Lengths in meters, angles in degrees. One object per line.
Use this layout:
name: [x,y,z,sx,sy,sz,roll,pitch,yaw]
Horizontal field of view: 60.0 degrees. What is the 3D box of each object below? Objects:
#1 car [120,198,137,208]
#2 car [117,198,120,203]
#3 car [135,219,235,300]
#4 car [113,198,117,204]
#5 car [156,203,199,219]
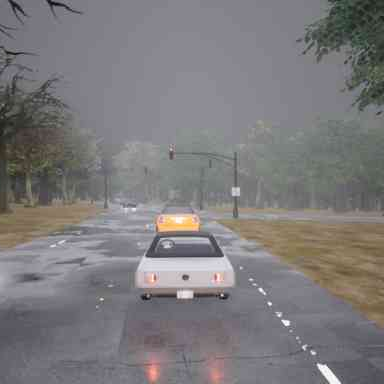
car: [-9.611,1.813,51.380,1.994,1.385,4.181,0,-1,-13]
car: [-13.533,2.016,67.238,1.837,1.490,4.892,0,-1,-16]
car: [-0.202,1.605,8.352,1.895,1.301,4.718,0,0,-2]
car: [-18.341,2.292,82.018,1.812,1.442,4.674,0,-1,-19]
car: [-0.775,1.360,17.324,2.097,1.767,4.553,0,0,-4]
